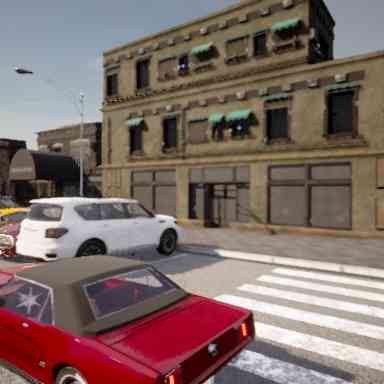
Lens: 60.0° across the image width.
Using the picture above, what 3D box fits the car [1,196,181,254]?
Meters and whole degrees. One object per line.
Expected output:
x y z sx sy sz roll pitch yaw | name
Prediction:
-2.679 1.199 10.900 2.435 2.045 5.566 0 0 35 | car

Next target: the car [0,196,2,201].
-9.416 1.163 15.704 2.435 2.045 5.566 0 0 35 | car

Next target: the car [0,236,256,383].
-1.663 1.588 4.556 4.718 1.301 1.895 0 0 35 | car
